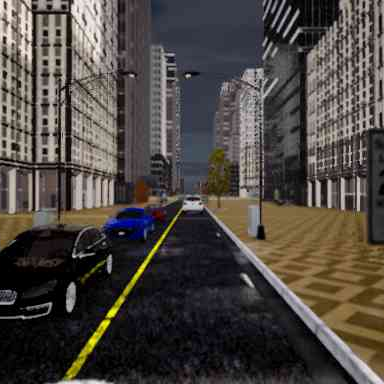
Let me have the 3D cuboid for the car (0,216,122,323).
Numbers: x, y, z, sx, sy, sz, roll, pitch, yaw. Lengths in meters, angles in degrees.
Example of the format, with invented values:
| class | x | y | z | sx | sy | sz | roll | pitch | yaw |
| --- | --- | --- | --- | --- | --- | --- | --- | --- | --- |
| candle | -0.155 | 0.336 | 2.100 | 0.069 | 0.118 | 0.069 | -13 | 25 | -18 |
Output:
| class | x | y | z | sx | sy | sz | roll | pitch | yaw |
| --- | --- | --- | --- | --- | --- | --- | --- | --- | --- |
| car | -3.096 | 1.534 | 7.549 | 1.837 | 1.490 | 4.892 | 0 | 0 | 0 |

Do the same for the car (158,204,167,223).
| class | x | y | z | sx | sy | sz | roll | pitch | yaw |
| --- | --- | --- | --- | --- | --- | --- | --- | --- | --- |
| car | -3.081 | 1.679 | 26.949 | 1.994 | 1.385 | 4.181 | 0 | 0 | 0 |

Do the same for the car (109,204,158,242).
| class | x | y | z | sx | sy | sz | roll | pitch | yaw |
| --- | --- | --- | --- | --- | --- | --- | --- | --- | --- |
| car | -3.089 | 1.549 | 17.072 | 1.882 | 1.535 | 5.008 | 0 | 0 | 0 |

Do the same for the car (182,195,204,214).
| class | x | y | z | sx | sy | sz | roll | pitch | yaw |
| --- | --- | --- | --- | --- | --- | --- | --- | --- | --- |
| car | 0.113 | 1.383 | 37.067 | 2.150 | 2.045 | 5.566 | 0 | 0 | 0 |

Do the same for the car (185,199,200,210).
| class | x | y | z | sx | sy | sz | roll | pitch | yaw |
| --- | --- | --- | --- | --- | --- | --- | --- | --- | --- |
| car | 0.093 | 1.757 | 47.955 | 2.033 | 1.411 | 5.357 | 0 | 0 | 0 |
